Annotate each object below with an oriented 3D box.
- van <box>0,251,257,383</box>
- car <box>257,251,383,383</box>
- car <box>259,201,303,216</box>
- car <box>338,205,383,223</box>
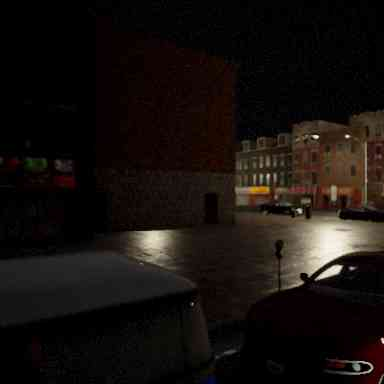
[{"bbox_3d":[-1.735,1.336,1.582,3.998,1.788,1.690,1,-1,-35],"label":"van"},{"bbox_3d":[2.691,1.583,4.732,4.507,1.381,1.887,1,-1,-35],"label":"car"},{"bbox_3d":[9.254,1.714,34.737,2.128,1.511,4.902,0,0,-35],"label":"car"},{"bbox_3d":[14.359,1.793,27.540,1.994,1.385,4.181,0,0,-35],"label":"car"}]
